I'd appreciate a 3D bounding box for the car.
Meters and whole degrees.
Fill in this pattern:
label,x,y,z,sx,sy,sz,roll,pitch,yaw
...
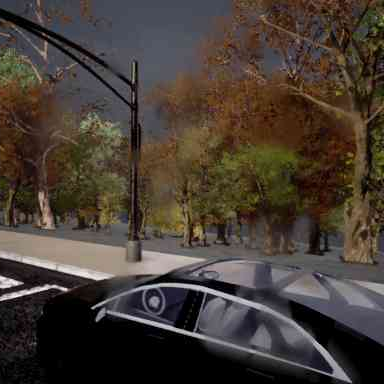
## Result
label,x,y,z,sx,sy,sz,roll,pitch,yaw
car,0.238,1.491,3.503,4.902,1.511,2.128,0,0,37
